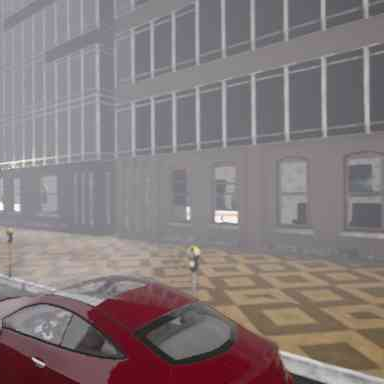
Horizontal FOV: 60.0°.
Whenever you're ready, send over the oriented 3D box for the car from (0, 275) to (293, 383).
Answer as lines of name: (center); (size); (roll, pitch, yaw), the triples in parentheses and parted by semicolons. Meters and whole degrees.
car: (-1.060, 1.611, 3.627); (4.206, 1.307, 1.802); (-1, 0, 35)
